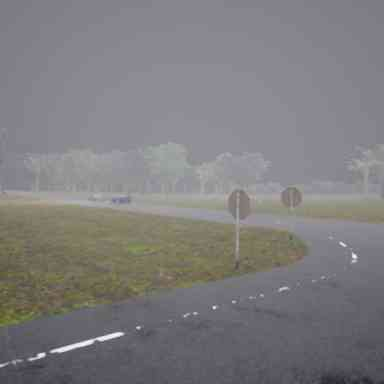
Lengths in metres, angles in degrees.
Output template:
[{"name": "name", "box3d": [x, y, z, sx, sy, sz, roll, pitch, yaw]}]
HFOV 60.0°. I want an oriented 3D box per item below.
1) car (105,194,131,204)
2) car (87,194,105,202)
[{"name": "car", "box3d": [-11.205, 1.100, 51.760, 1.882, 1.535, 5.008, 2, 0, -36]}, {"name": "car", "box3d": [-17.374, 1.035, 60.155, 2.033, 1.411, 5.357, 2, 0, -36]}]
